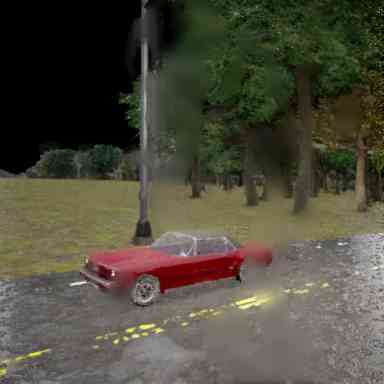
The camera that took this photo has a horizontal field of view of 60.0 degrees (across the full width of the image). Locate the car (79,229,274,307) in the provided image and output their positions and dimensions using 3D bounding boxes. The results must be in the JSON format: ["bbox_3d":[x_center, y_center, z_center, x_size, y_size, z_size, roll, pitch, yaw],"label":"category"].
[{"bbox_3d":[-0.207,1.646,8.187,4.718,1.301,1.895,0,0,-37],"label":"car"}]
